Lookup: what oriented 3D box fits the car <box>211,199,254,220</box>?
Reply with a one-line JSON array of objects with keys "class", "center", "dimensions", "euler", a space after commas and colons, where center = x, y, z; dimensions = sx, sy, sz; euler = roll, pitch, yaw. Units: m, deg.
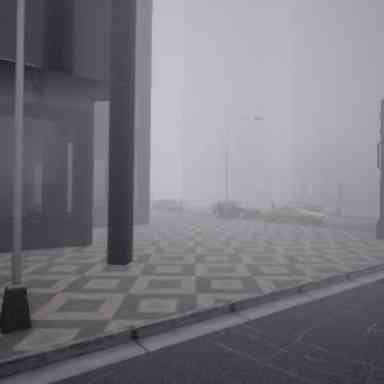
[{"class": "car", "center": [3.579, 1.437, 26.769], "dimensions": [1.887, 1.381, 4.507], "euler": [1, -1, -36]}]

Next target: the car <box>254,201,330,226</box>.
[{"class": "car", "center": [6.772, 1.430, 22.327], "dimensions": [1.752, 1.417, 4.829], "euler": [1, -1, -36]}]

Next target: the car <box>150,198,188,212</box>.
[{"class": "car", "center": [-2.608, 1.438, 35.376], "dimensions": [1.947, 1.339, 4.313], "euler": [1, -1, -36]}]

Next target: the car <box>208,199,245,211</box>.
[{"class": "car", "center": [4.156, 1.544, 40.569], "dimensions": [1.887, 1.381, 4.507], "euler": [1, -1, -36]}]

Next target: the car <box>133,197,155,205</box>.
[{"class": "car", "center": [-8.448, 1.516, 58.106], "dimensions": [1.887, 1.381, 4.507], "euler": [1, -1, -36]}]

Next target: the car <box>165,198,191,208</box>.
[{"class": "car", "center": [-2.146, 1.567, 49.338], "dimensions": [1.802, 1.307, 4.206], "euler": [1, -1, -36]}]

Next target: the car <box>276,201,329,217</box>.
[{"class": "car", "center": [10.458, 1.570, 31.801], "dimensions": [2.008, 1.369, 4.403], "euler": [1, -1, -36]}]
